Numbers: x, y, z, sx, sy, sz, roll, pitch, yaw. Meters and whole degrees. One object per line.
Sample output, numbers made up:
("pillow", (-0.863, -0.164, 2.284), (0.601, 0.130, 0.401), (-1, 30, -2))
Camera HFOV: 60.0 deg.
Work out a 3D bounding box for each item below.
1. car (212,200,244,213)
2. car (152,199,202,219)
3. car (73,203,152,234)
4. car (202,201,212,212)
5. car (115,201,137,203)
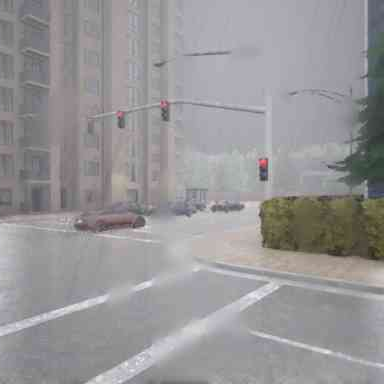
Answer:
("car", (3.974, 1.601, 37.201), (1.895, 1.301, 4.718), (0, 0, 36))
("car", (-1.680, 1.547, 29.459), (2.033, 1.411, 5.357), (0, 0, 36))
("car", (-4.745, 1.564, 19.470), (1.994, 1.385, 4.181), (0, 0, 41))
("car", (-0.325, 1.491, 37.250), (2.128, 1.511, 4.902), (0, 0, 36))
("car", (-6.016, 1.547, 29.452), (2.033, 1.411, 5.357), (0, 0, 36))
